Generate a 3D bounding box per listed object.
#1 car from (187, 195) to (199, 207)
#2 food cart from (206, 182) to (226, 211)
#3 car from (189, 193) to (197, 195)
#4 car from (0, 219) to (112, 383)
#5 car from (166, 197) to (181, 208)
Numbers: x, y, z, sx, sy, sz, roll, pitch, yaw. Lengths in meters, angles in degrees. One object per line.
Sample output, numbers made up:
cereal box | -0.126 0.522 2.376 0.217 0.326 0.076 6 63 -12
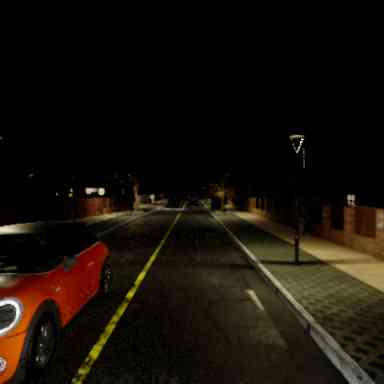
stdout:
car | 0.151 1.602 52.080 2.033 1.411 5.357 0 0 0
food cart | 3.178 0.512 44.714 2.280 3.560 4.660 1 1 0
car | 0.199 1.207 68.190 2.150 2.045 5.566 0 0 0
car | -2.833 1.359 5.500 2.097 1.767 4.553 0 0 0
car | -2.690 1.555 48.181 1.837 1.490 4.892 0 0 0
